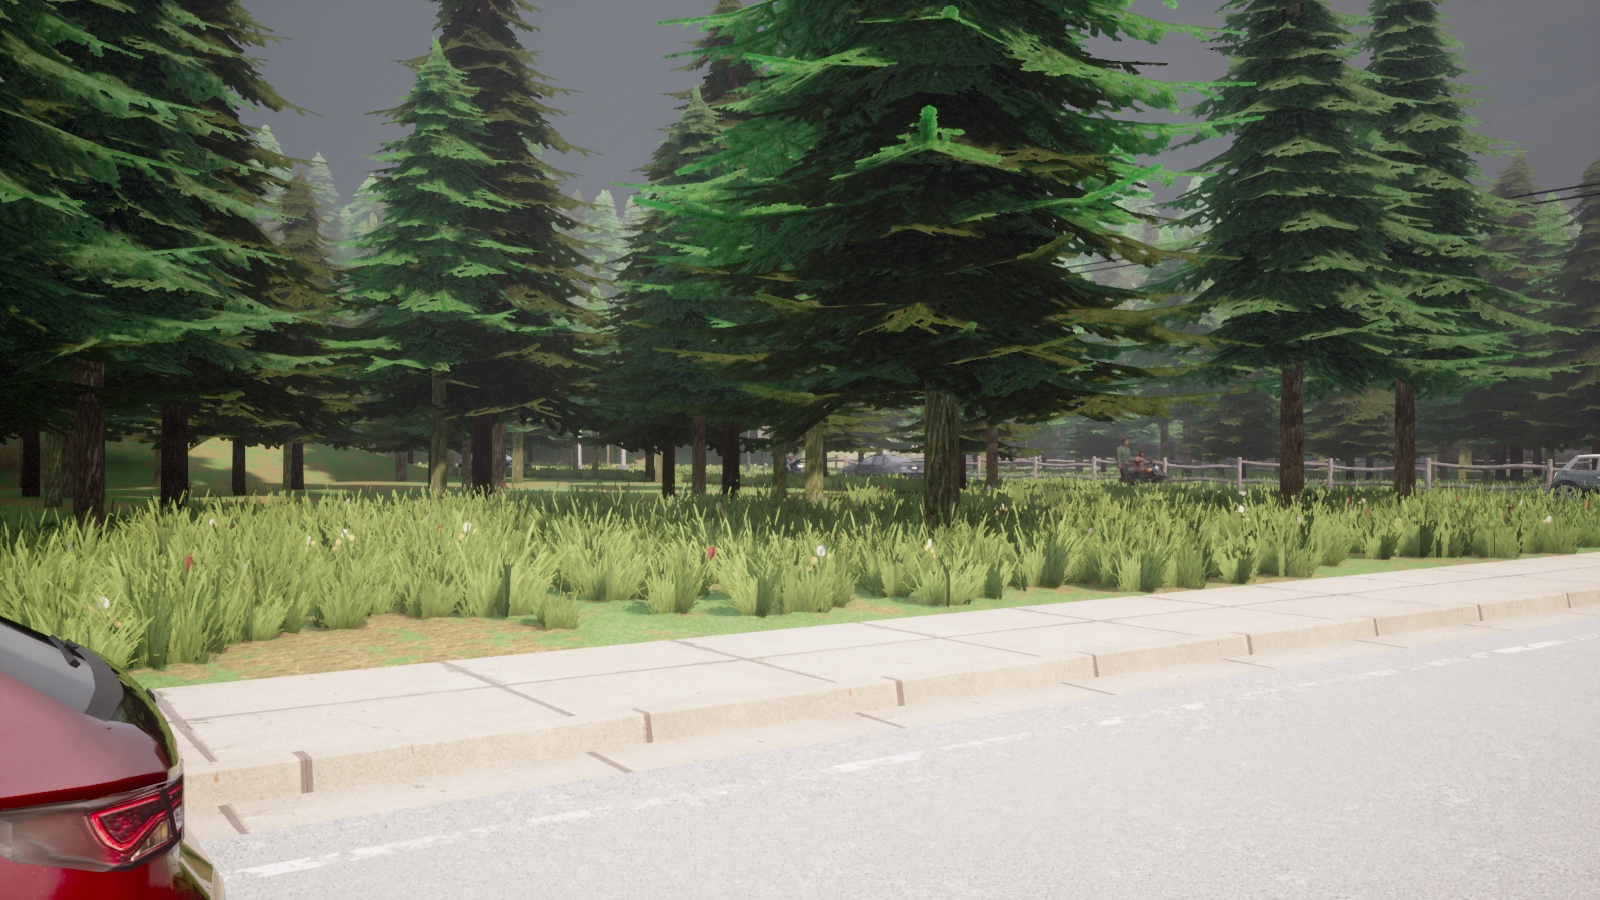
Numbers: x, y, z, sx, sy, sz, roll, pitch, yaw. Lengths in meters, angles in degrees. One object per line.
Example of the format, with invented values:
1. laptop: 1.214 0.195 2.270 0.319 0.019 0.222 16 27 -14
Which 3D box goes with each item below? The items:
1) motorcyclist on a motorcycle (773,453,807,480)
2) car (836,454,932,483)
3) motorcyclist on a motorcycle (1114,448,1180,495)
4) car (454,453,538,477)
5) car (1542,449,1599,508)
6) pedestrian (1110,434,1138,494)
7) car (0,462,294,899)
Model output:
1. motorcyclist on a motorcycle: -0.571 0.928 71.075 0.866 1.530 2.191 0 0 -35
2. car: 4.224 0.913 63.921 2.033 1.411 5.357 0 0 -34
3. motorcyclist on a motorcycle: 12.478 0.750 45.257 0.766 1.649 2.350 0 0 -34
4. car: -19.545 0.957 80.858 4.792 1.488 2.163 0 0 11
5. car: 21.215 0.708 31.677 1.970 1.475 3.806 0 0 -32
6. pedestrian: 10.677 0.448 41.360 0.423 1.949 0.788 0 0 -35
7. car: -3.043 0.769 1.540 4.193 1.474 1.816 0 0 -35
